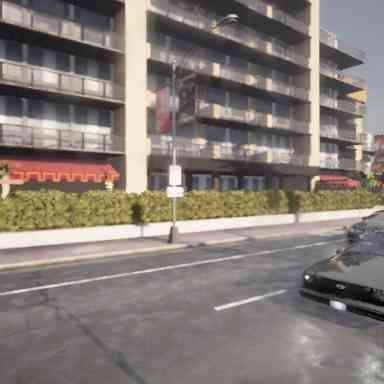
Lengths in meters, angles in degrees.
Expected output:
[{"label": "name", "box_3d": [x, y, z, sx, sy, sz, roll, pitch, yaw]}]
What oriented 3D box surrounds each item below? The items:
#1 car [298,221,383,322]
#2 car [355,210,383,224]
[{"label": "car", "box_3d": [4.642, 1.529, 7.184, 5.357, 1.411, 2.033, 0, 0, -36]}, {"label": "car", "box_3d": [8.602, 1.489, 14.334, 4.674, 1.442, 1.812, 0, 0, -35]}]
